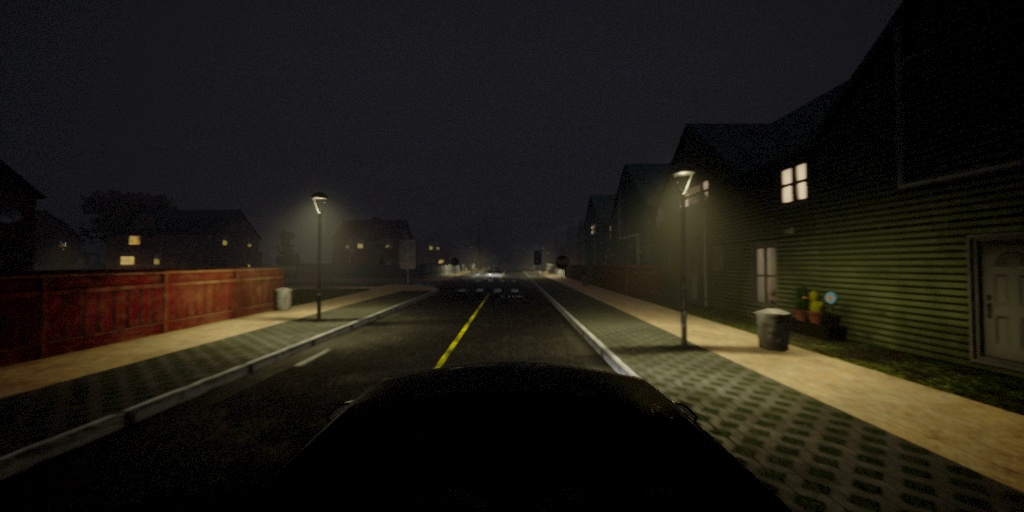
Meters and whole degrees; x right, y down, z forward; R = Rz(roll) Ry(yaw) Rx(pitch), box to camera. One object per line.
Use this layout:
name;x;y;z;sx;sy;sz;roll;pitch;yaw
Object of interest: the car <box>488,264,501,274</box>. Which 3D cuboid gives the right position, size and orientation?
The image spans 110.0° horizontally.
car;-2.748;1.988;57.379;2.128;1.511;4.902;0;-1;0
